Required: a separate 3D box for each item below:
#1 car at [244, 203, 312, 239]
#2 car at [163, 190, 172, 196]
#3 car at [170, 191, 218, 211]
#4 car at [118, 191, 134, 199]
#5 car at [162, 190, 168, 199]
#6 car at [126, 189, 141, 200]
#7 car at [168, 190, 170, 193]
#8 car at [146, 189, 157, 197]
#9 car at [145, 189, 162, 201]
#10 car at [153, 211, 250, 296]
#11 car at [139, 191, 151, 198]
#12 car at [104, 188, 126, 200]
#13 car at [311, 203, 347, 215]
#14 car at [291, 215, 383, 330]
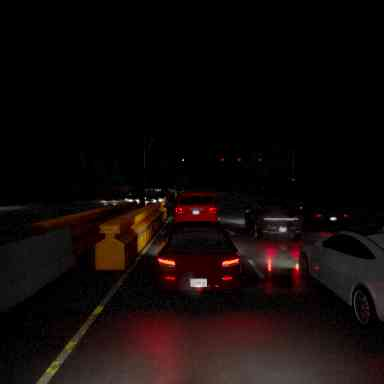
[{"bbox_3d":[3.694,1.282,15.876,2.128,1.511,4.902,0,1,0],"label":"car"},{"bbox_3d":[-6.319,0.272,86.233,2.033,1.411,5.357,0,1,0],"label":"car"},{"bbox_3d":[0.204,0.983,17.861,2.150,2.045,5.566,0,1,1],"label":"car"},{"bbox_3d":[-13.470,0.552,68.178,2.033,1.411,5.357,0,1,0],"label":"car"},{"bbox_3d":[-6.526,0.533,65.663,2.128,1.511,4.902,0,1,1],"label":"car"},{"bbox_3d":[-10.104,0.686,60.325,1.994,1.385,4.181,0,1,1],"label":"car"},{"bbox_3d":[-6.407,0.246,75.679,2.097,1.767,4.553,0,1,0],"label":"car"},{"bbox_3d":[-9.866,0.172,80.619,2.097,1.767,4.553,0,1,0],"label":"car"},{"bbox_3d":[-6.647,0.707,56.397,1.812,1.442,4.674,0,1,1],"label":"car"},{"bbox_3d":[0.141,1.431,8.264,1.812,1.442,4.674,0,1,0],"label":"car"},{"bbox_3d":[-9.952,0.523,70.401,1.994,1.385,4.181,0,1,0],"label":"car"},{"bbox_3d":[-13.635,0.378,58.040,2.150,2.045,5.566,0,1,1],"label":"car"},{"bbox_3d":[7.219,1.308,18.961,1.994,1.385,4.181,0,1,0],"label":"car"},{"bbox_3d":[3.629,1.455,6.628,1.812,1.442,4.674,0,1,0],"label":"car"}]
